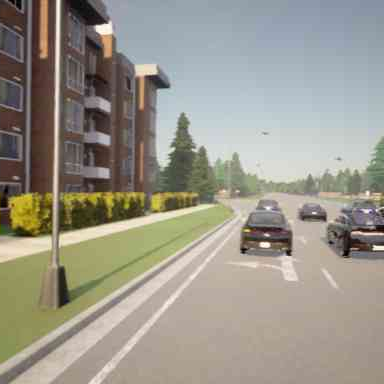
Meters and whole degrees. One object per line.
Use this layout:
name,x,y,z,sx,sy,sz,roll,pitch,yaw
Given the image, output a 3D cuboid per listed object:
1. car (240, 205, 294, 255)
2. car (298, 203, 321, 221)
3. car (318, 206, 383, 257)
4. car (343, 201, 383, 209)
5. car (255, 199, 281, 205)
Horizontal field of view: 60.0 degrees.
car,3.004,1.503,13.410,1.837,1.490,4.892,1,0,14
car,10.001,1.622,27.864,1.994,1.385,4.181,1,0,14
car,6.470,1.550,12.855,2.128,1.511,4.902,1,0,14
car,13.238,1.469,26.347,2.097,1.767,4.553,1,0,14
car,6.396,1.349,27.970,2.097,1.767,4.553,1,0,13
